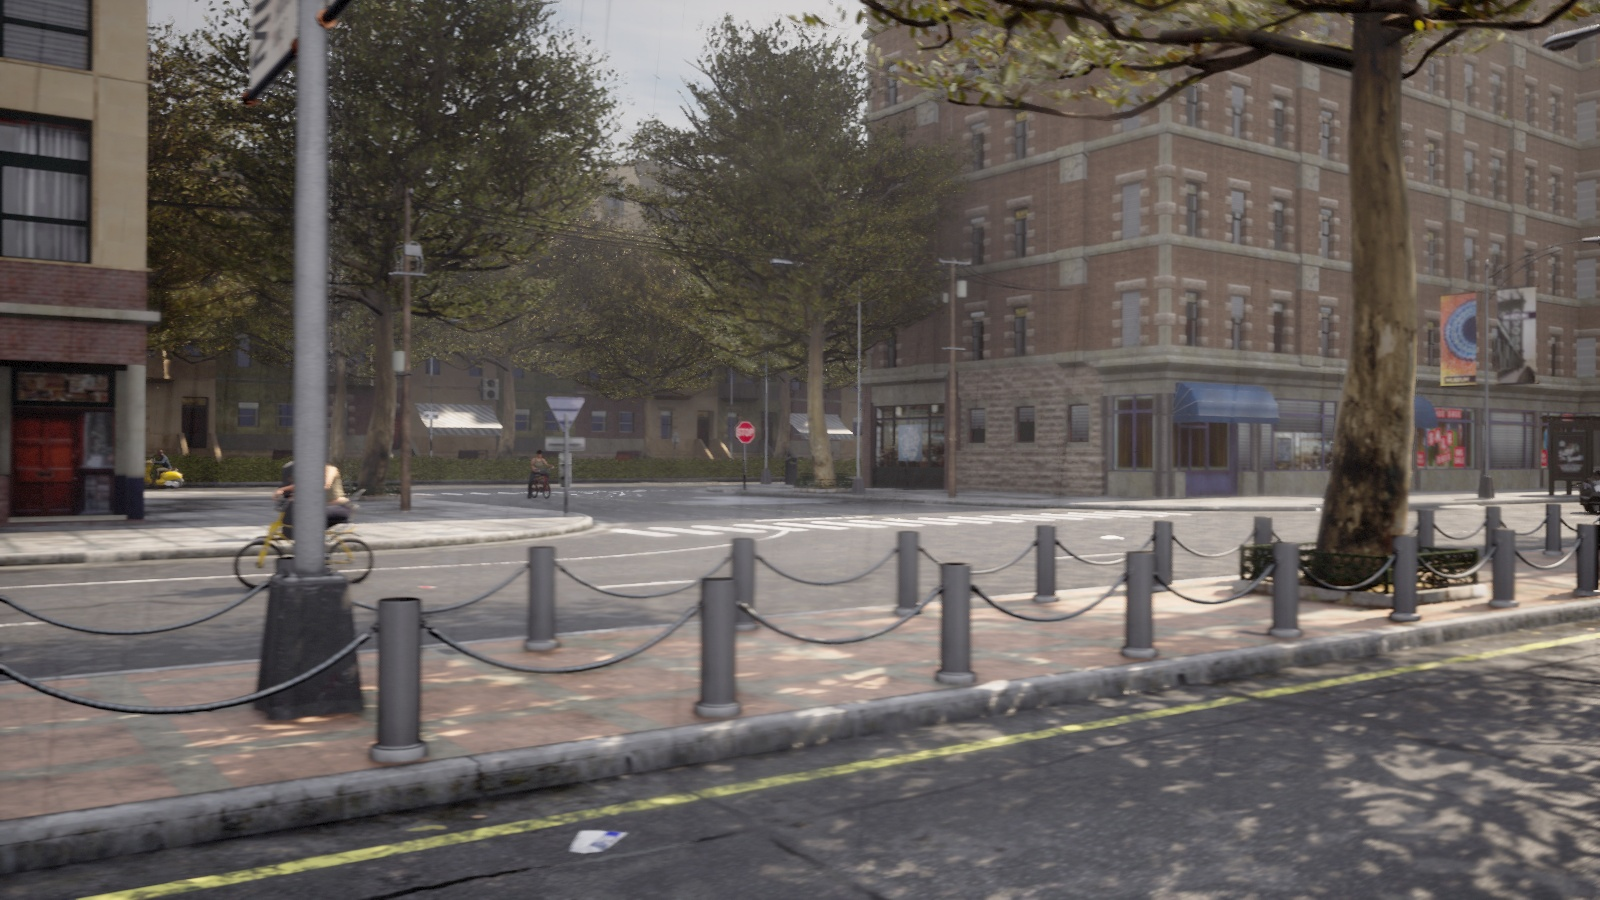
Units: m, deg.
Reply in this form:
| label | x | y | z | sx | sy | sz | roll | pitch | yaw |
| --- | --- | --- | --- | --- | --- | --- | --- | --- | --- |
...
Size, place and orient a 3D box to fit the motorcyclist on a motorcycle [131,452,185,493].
| label | x | y | z | sx | sy | sz | roll | pitch | yaw |
| --- | --- | --- | --- | --- | --- | --- | --- | --- | --- |
| motorcyclist on a motorcycle | -25.742 | 0.893 | 50.346 | 1.817 | 1.590 | 0.866 | 0 | 0 | -35 |

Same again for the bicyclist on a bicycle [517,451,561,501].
| label | x | y | z | sx | sy | sz | roll | pitch | yaw |
| --- | --- | --- | --- | --- | --- | --- | --- | --- | --- |
| bicyclist on a bicycle | -8.602 | 0.834 | 41.322 | 0.866 | 1.612 | 1.509 | 0 | 0 | -36 |

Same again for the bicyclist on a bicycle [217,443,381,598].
| label | x | y | z | sx | sy | sz | roll | pitch | yaw |
| --- | --- | --- | --- | --- | --- | --- | --- | --- | --- |
| bicyclist on a bicycle | -5.516 | 0.734 | 13.837 | 1.509 | 1.612 | 0.866 | 0 | 0 | -35 |

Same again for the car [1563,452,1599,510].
| label | x | y | z | sx | sy | sz | roll | pitch | yaw |
| --- | --- | --- | --- | --- | --- | --- | --- | --- | --- |
| car | 22.845 | 0.804 | 33.801 | 4.902 | 1.511 | 2.128 | 0 | 0 | -35 |
